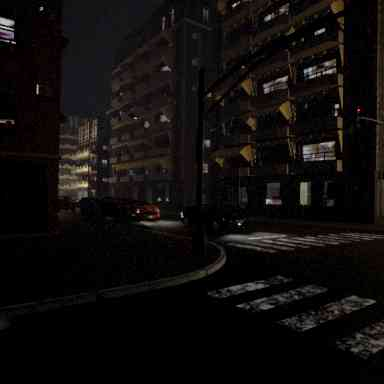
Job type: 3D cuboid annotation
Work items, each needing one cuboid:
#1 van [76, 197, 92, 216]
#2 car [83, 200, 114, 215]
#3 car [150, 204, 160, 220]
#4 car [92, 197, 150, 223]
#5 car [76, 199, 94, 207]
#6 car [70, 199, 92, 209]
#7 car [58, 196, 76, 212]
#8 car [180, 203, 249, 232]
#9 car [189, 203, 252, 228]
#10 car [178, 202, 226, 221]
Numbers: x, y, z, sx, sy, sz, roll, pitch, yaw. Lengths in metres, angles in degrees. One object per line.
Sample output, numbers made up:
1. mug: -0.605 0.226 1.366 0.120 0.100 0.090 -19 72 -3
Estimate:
1. van: -8.774 1.354 29.980 1.690 1.788 3.998 1 -1 -35
2. car: -10.256 1.650 36.351 1.994 1.385 4.181 1 -1 -35
3. car: -4.549 1.404 28.285 2.097 1.767 4.553 1 -1 -35
4. car: -5.552 1.310 25.429 2.192 1.841 5.009 1 -1 -35
5. car: -18.448 1.867 57.286 1.802 1.307 4.206 1 -1 -35
6. car: -17.133 1.774 51.168 1.994 1.385 4.181 1 -1 -35
7. car: -15.214 1.368 39.083 2.192 1.841 5.009 1 -1 -35
8. car: 1.179 1.527 20.239 1.837 1.490 4.892 1 -1 -36
9. car: 1.956 1.595 24.116 1.837 1.490 4.892 1 -1 -35
10. car: 0.777 1.686 30.118 1.752 1.417 4.829 1 -1 -35
